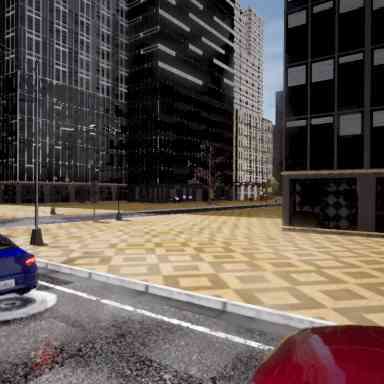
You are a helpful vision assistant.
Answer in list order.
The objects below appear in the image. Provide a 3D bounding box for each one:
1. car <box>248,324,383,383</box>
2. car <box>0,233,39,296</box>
[{"bbox_3d":[2.351,1.564,2.000,4.181,1.385,1.994,0,0,35],"label":"car"},{"bbox_3d":[-5.252,1.523,7.427,4.674,1.442,1.812,0,0,36],"label":"car"}]
